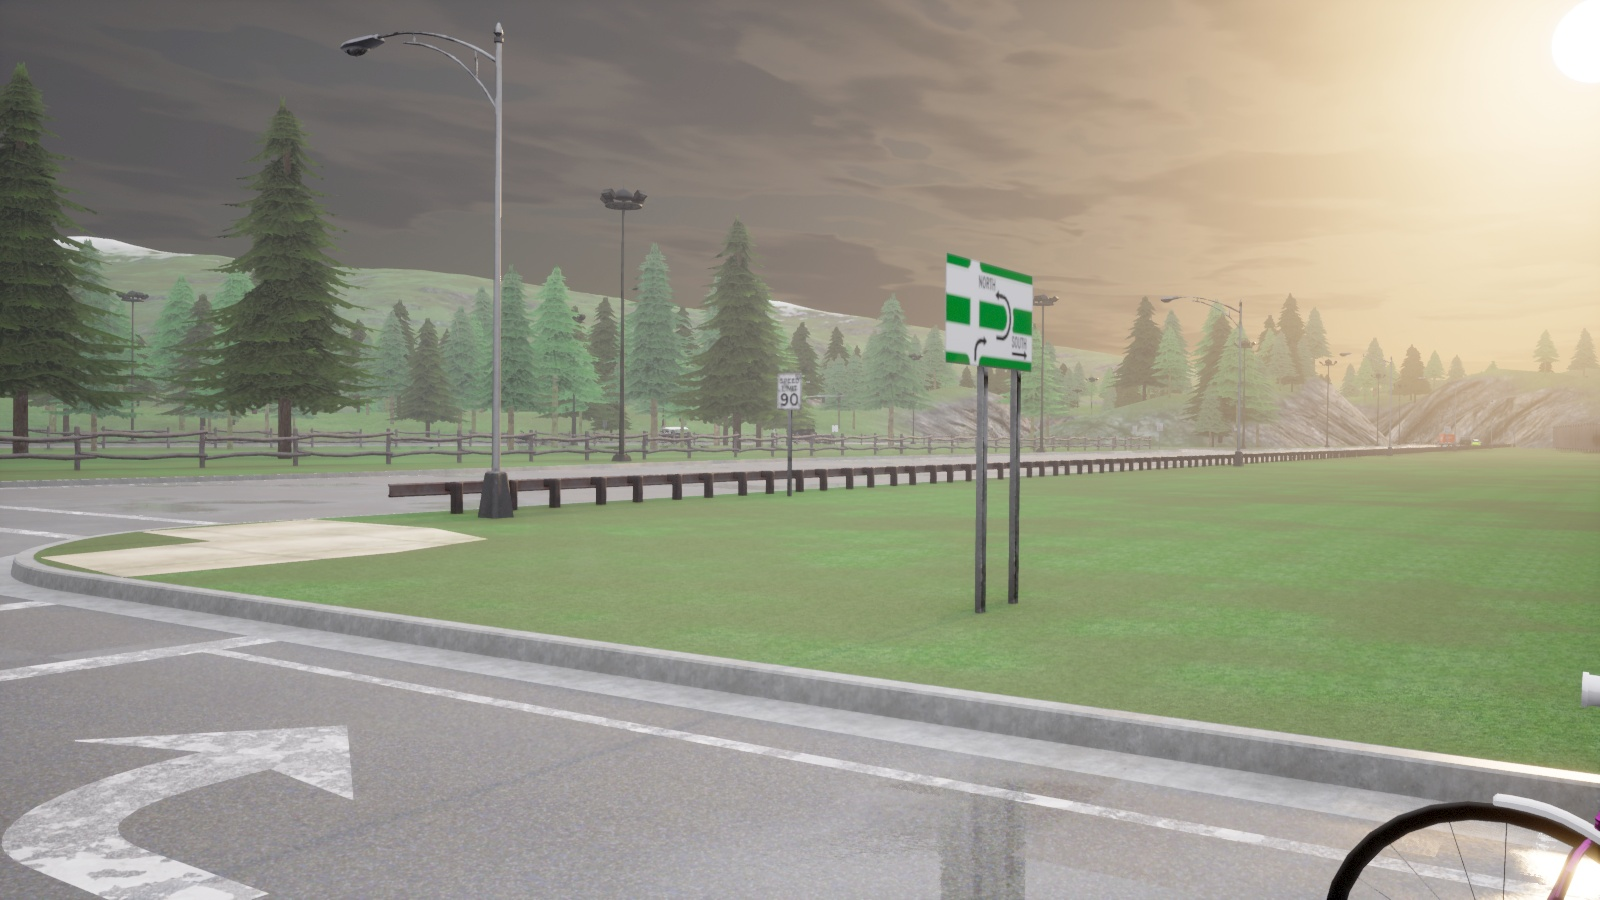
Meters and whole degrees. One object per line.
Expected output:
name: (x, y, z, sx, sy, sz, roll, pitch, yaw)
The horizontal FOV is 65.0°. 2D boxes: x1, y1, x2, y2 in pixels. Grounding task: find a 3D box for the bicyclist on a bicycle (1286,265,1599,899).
bicyclist on a bicycle: (1.943, 0.552, 2.330, 1.843, 1.776, 0.659, 0, 1, 34)
